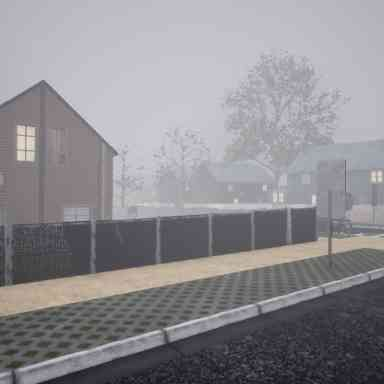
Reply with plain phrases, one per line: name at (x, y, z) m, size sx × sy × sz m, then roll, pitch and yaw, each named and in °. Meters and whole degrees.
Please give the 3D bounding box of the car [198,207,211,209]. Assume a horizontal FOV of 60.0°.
car at (1.115, 2.120, 31.024) m, size 1.994 × 1.385 × 4.181 m, roll 1°, pitch -2°, yaw -35°

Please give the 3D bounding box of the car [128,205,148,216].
car at (-6.391, 2.381, 41.638) m, size 1.837 × 1.490 × 4.892 m, roll 1°, pitch -2°, yaw -35°

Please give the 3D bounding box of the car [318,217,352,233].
car at (7.868, 1.798, 21.482) m, size 1.812 × 1.442 × 4.674 m, roll 1°, pitch -2°, yaw -35°
